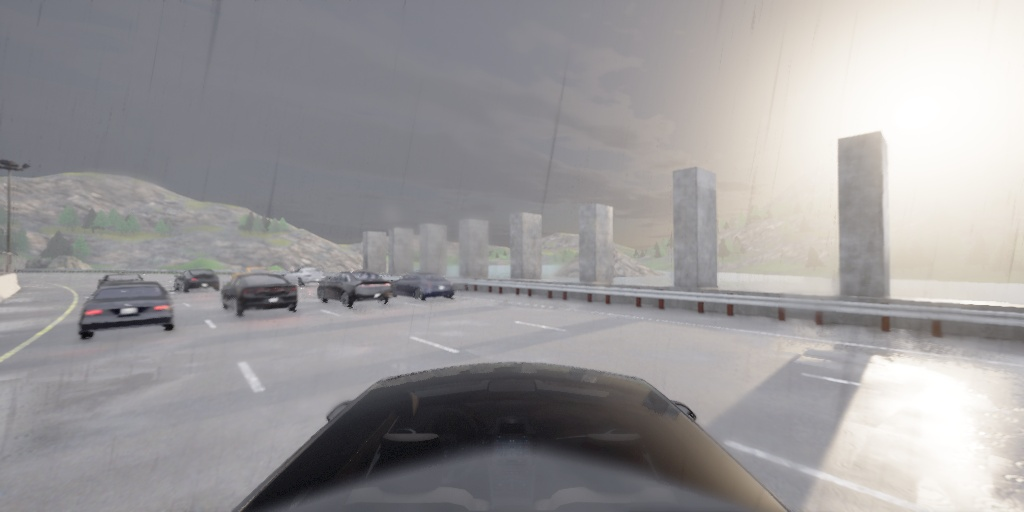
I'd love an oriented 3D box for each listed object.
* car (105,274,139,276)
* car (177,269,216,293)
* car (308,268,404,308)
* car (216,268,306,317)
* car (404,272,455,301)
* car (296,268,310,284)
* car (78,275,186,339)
[{"bbox_3d":[-23.568,1.720,21.670,4.718,1.301,1.895,-1,-1,39],"label":"car"},{"bbox_3d":[-21.524,1.647,24.516,4.892,1.490,1.837,0,0,39],"label":"car"},{"bbox_3d":[-7.327,1.458,16.538,4.902,1.511,2.128,-1,-1,44],"label":"car"},{"bbox_3d":[-10.319,1.437,14.558,5.008,1.535,1.882,-1,-1,44],"label":"car"},{"bbox_3d":[-4.886,1.545,19.045,4.181,1.385,1.994,-1,-1,44],"label":"car"},{"bbox_3d":[-17.338,1.707,30.131,4.674,1.442,1.812,-1,-1,39],"label":"car"},{"bbox_3d":[-11.547,1.471,10.889,5.357,1.411,2.033,-1,-1,44],"label":"car"}]
